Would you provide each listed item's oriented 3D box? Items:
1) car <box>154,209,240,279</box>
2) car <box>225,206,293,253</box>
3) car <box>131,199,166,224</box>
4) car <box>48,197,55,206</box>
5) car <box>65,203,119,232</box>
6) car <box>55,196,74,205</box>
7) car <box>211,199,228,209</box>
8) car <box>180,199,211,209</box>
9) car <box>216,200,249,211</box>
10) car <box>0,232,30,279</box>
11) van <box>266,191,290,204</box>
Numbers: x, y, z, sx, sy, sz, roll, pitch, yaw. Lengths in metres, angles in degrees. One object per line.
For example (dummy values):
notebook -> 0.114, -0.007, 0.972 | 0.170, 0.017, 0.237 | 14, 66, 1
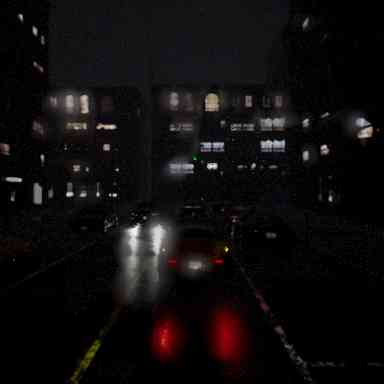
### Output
car -> 0.085, 1.420, 9.599 | 1.812, 1.442, 4.674 | 0, 0, 0
car -> 2.582, 1.425, 12.876 | 1.947, 1.339, 4.313 | 1, 1, 0
car -> -2.821, 1.268, 22.291 | 1.837, 1.490, 4.892 | 0, 1, 0
car -> -19.633, 1.090, 40.971 | 4.097, 1.590, 1.967 | 0, 0, 0
car -> -5.262, 1.368, 18.421 | 1.947, 1.339, 4.313 | 1, 1, 0
car -> -19.671, 1.208, 49.111 | 4.403, 1.369, 2.008 | 0, 0, 0
car -> 2.592, 1.257, 29.568 | 1.947, 1.339, 4.313 | 1, 1, 0
car -> 0.096, 1.227, 24.999 | 2.128, 1.511, 4.902 | 0, 1, 0
car -> 2.585, 1.347, 18.441 | 1.887, 1.381, 4.507 | 1, 1, 0
car -> -5.281, 1.446, 7.122 | 1.752, 1.417, 4.829 | 1, 1, 0
van -> 13.113, 0.788, 49.132 | 3.998, 1.788, 1.690 | 0, 0, 0
